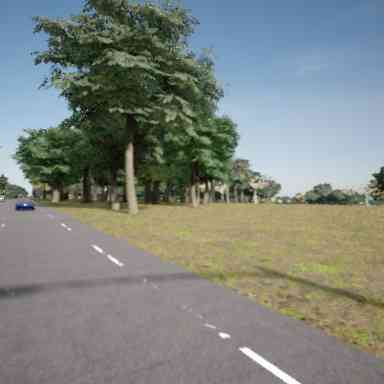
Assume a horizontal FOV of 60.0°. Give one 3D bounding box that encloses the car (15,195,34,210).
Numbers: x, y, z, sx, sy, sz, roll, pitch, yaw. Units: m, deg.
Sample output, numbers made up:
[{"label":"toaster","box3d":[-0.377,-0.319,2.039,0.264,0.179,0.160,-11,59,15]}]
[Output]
[{"label":"car","box3d":[-20.475,1.458,40.779,1.994,1.385,4.181,1,0,-28]}]
